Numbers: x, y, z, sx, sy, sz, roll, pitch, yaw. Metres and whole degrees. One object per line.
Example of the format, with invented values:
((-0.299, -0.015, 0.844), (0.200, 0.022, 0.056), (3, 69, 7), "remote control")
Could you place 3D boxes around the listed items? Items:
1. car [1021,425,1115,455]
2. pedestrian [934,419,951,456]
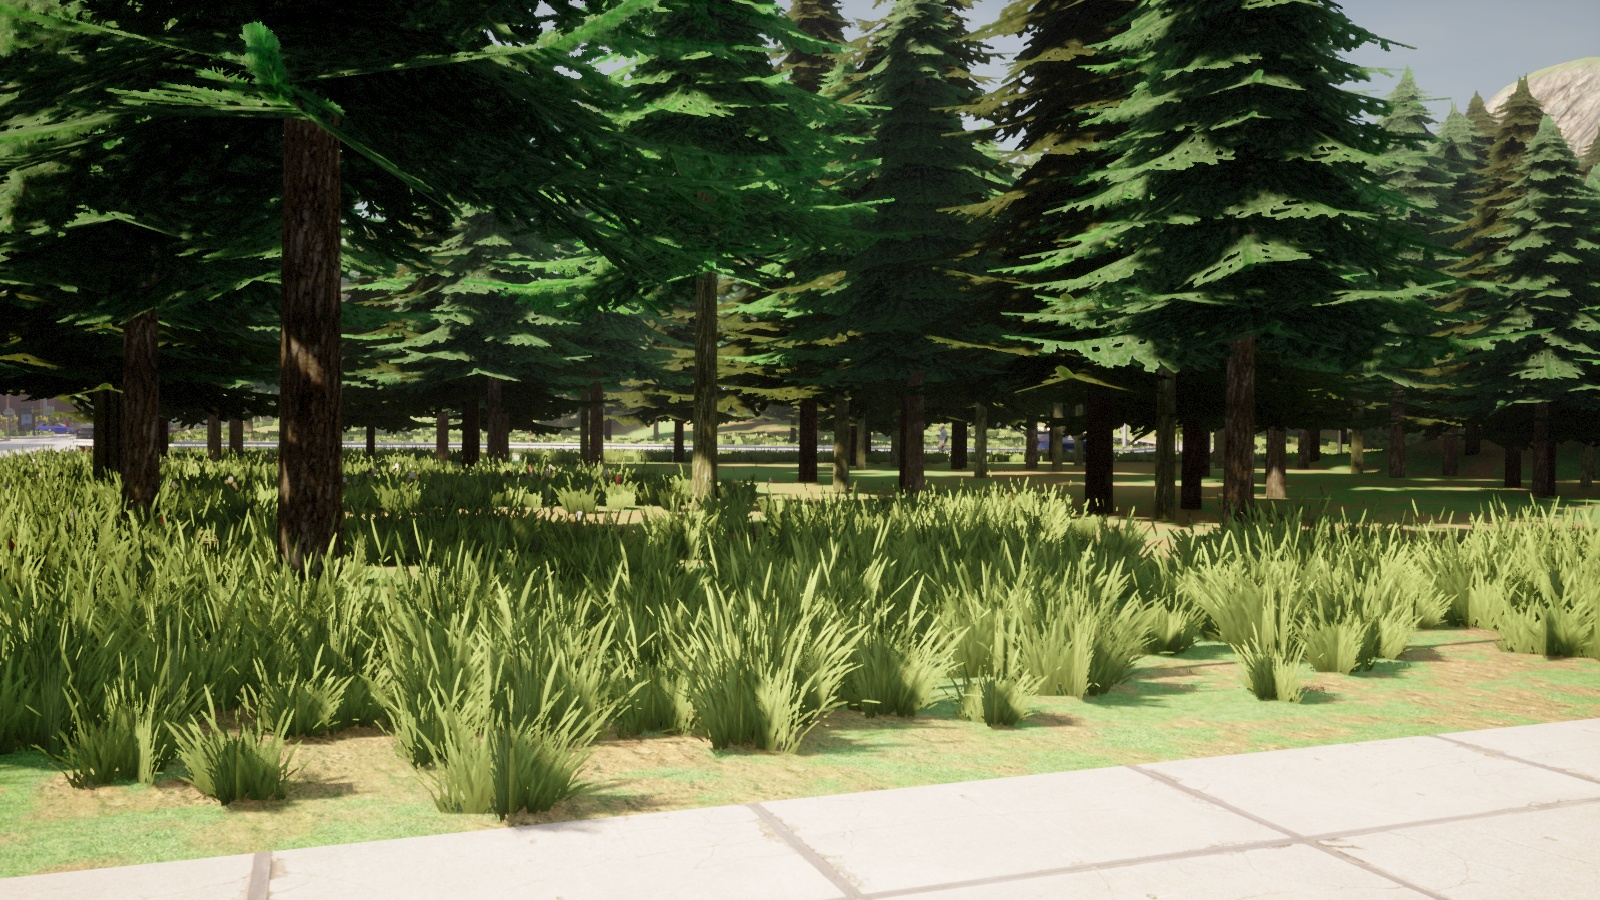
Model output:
((15.088, -0.580, 70.700), (4.856, 1.649, 2.033), (0, 1, -22), "car")
((7.128, -0.631, 62.862), (0.726, 1.842, 0.402), (-1, 1, -17), "pedestrian")
